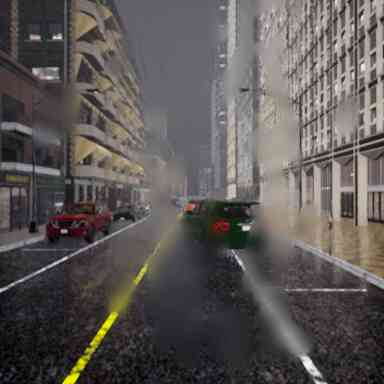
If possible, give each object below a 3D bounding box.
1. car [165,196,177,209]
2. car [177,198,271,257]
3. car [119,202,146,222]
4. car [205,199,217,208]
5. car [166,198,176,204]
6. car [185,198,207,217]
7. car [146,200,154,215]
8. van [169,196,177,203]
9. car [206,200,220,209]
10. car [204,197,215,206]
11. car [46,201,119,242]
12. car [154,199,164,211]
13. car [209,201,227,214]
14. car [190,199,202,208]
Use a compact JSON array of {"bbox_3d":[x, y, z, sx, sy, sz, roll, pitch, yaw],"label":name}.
[{"bbox_3d":[-2.585,1.805,50.631,1.837,1.490,4.892,0,-1,1],"label":"car"},{"bbox_3d":[1.144,1.298,13.490,2.150,2.045,5.566,0,0,-14],"label":"car"},{"bbox_3d":[-5.428,1.727,28.278,1.947,1.339,4.313,0,0,1],"label":"car"},{"bbox_3d":[3.215,1.919,56.441,1.802,1.307,4.206,0,0,1],"label":"car"},{"bbox_3d":[-4.955,2.048,79.112,1.947,1.339,4.313,0,0,1],"label":"car"},{"bbox_3d":[0.413,1.550,34.431,2.097,1.767,4.553,0,0,1],"label":"car"},{"bbox_3d":[-5.375,1.745,33.925,2.008,1.369,4.403,0,0,1],"label":"car"},{"bbox_3d":[-4.901,1.860,84.762,1.690,1.788,3.998,0,0,1],"label":"van"},{"bbox_3d":[3.163,1.867,50.792,1.947,1.339,4.313,0,0,1],"label":"car"},{"bbox_3d":[3.268,1.814,62.089,1.967,1.590,4.097,0,0,1],"label":"car"},{"bbox_3d":[-5.534,1.410,16.982,2.192,1.841,5.009,0,0,1],"label":"car"},{"bbox_3d":[-5.272,1.788,45.052,1.752,1.417,4.829,0,0,1],"label":"car"},{"bbox_3d":[3.057,1.812,39.495,1.802,1.307,4.206,0,0,1],"label":"car"},{"bbox_3d":[0.637,1.892,57.748,2.033,1.411,5.357,0,0,1],"label":"car"}]
